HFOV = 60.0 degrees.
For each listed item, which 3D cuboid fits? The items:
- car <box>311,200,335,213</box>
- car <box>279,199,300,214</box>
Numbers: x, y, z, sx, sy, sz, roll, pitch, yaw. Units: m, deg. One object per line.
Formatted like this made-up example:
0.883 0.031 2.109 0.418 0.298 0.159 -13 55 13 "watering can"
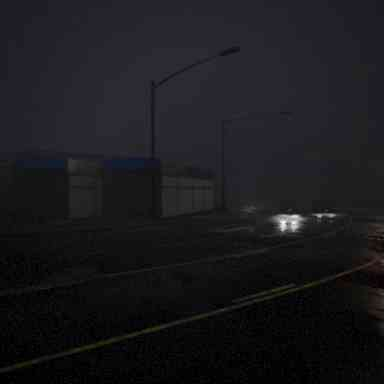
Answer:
14.333 1.535 36.592 2.033 1.411 5.357 0 0 13 "car"
10.265 1.481 34.998 2.128 1.511 4.902 0 0 16 "car"
